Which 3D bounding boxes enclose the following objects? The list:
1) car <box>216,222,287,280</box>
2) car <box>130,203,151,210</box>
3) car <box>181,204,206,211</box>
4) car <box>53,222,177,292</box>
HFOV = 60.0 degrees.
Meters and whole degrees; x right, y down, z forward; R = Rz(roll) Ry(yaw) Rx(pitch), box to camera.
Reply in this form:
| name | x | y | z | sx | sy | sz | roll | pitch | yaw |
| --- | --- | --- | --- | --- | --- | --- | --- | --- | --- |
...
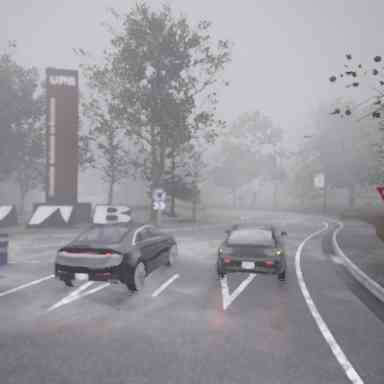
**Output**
| name | x | y | z | sx | sy | sz | roll | pitch | yaw |
| --- | --- | --- | --- | --- | --- | --- | --- | --- | --- |
| car | 1.923 | 1.639 | 10.301 | 1.812 | 1.442 | 4.674 | 0 | -1 | 14 |
| car | -7.501 | 2.338 | 53.477 | 4.718 | 1.301 | 1.895 | 0 | -1 | 12 |
| car | 0.235 | 2.319 | 53.677 | 4.181 | 1.385 | 1.994 | 0 | -1 | 32 |
| car | -1.787 | 1.586 | 9.294 | 2.128 | 1.511 | 4.902 | 0 | -1 | 12 |
